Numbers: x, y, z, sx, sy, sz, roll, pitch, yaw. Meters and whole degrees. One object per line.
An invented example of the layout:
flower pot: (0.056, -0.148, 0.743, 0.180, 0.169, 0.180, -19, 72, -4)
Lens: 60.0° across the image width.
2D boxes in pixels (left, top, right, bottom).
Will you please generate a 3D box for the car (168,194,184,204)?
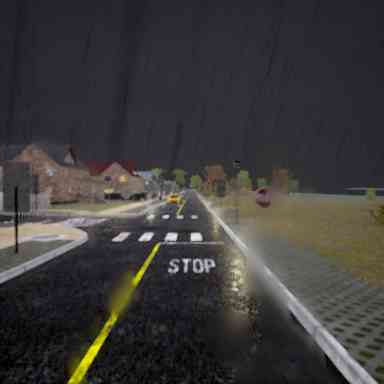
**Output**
car: (-2.742, 1.159, 52.231, 1.882, 1.535, 5.008, 0, 2, 0)

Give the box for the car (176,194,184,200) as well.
car: (-2.738, 1.063, 76.949, 1.895, 1.301, 4.718, 0, 0, 0)
